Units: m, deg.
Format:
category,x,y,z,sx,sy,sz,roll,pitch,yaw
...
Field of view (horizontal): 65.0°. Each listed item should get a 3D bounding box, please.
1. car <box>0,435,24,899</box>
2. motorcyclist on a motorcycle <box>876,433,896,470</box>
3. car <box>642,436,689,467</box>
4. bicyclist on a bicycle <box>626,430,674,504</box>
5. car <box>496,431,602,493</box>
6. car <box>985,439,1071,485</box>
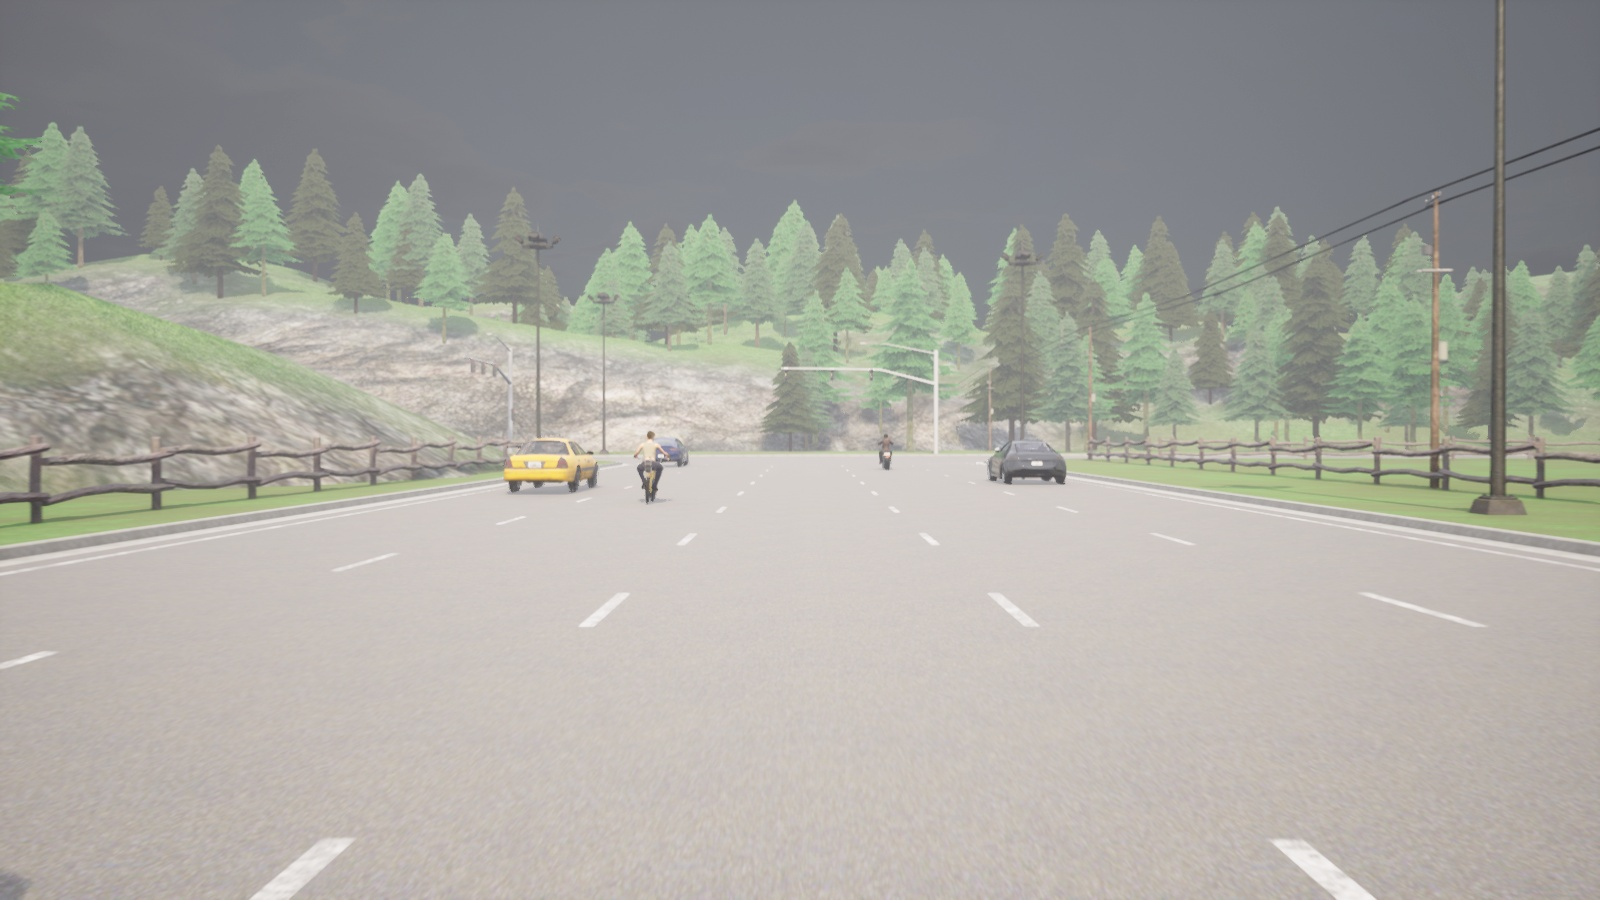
category,x,y,z,sx,sy,sz,roll,pitch,yaw
car,-3.477,0.726,1.457,2.163,1.488,4.792,0,1,0
motorcyclist on a motorcycle,3.826,0.058,55.945,0.766,1.649,2.350,0,0,0
car,-6.638,0.050,62.496,1.812,1.442,4.674,0,1,0
bicyclist on a bicycle,-3.334,0.358,28.032,0.866,1.612,1.509,0,1,1
car,-6.793,0.283,34.553,1.801,1.575,5.366,0,1,0
car,7.239,0.354,40.277,1.994,1.385,4.181,0,1,0
